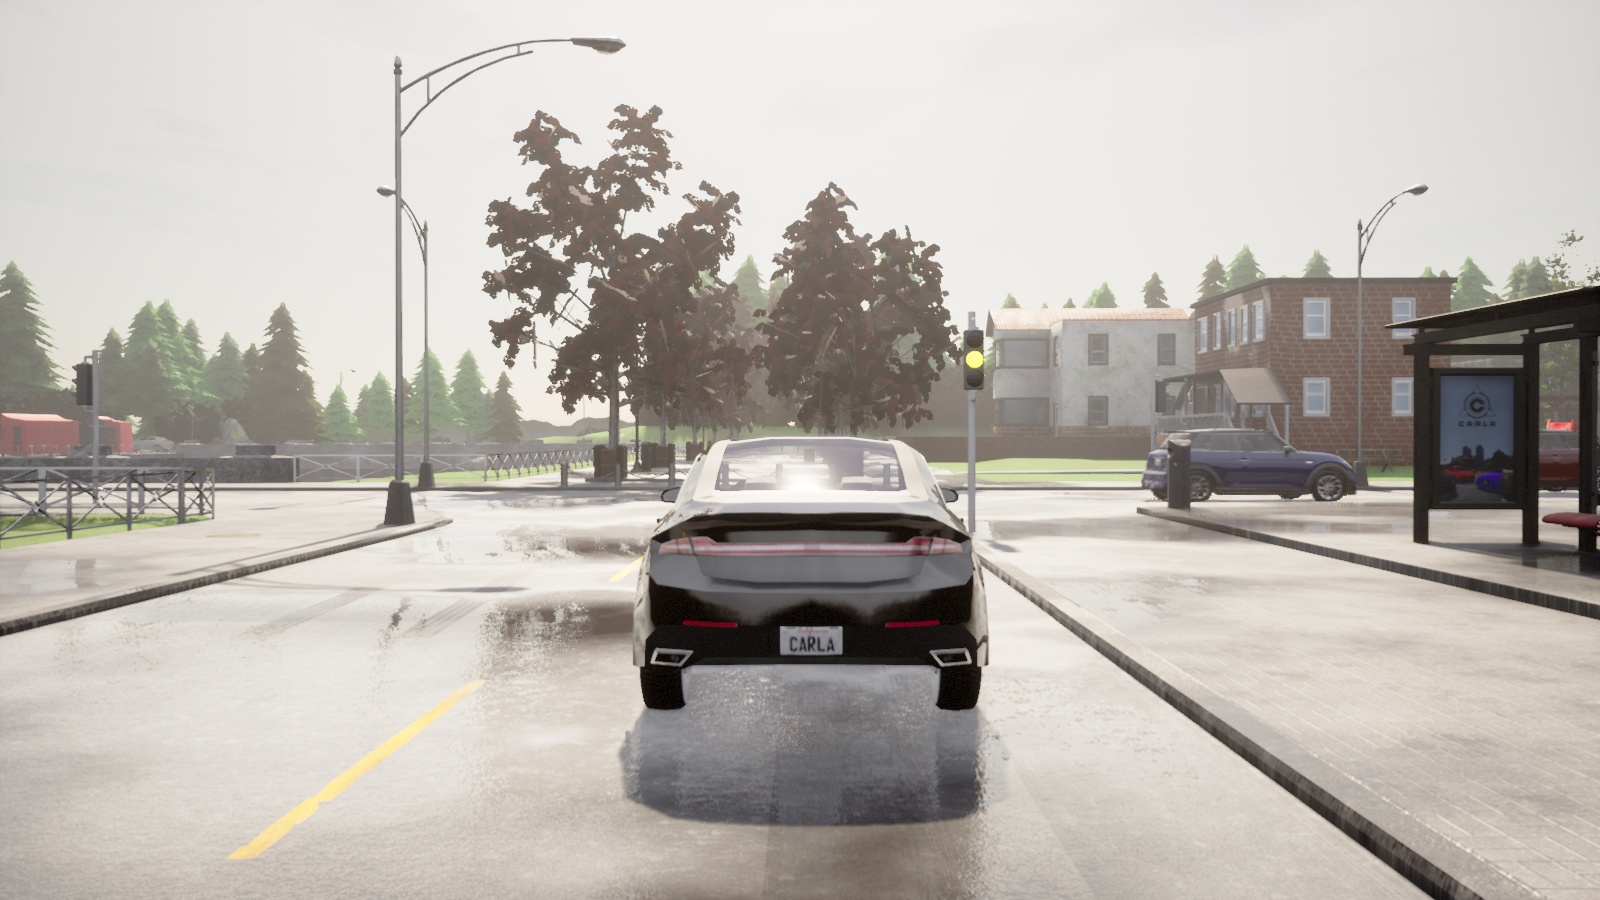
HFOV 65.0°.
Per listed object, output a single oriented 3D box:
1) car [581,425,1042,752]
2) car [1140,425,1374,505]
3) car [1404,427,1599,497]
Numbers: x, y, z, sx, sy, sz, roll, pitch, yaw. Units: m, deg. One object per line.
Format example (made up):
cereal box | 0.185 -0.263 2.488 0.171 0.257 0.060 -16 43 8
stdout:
car | 0.062 0.617 8.265 2.128 1.511 4.902 0 1 0
car | 10.356 0.320 28.661 4.553 1.767 2.097 0 1 -4
car | 18.483 0.286 32.611 4.553 1.767 2.097 0 1 1
